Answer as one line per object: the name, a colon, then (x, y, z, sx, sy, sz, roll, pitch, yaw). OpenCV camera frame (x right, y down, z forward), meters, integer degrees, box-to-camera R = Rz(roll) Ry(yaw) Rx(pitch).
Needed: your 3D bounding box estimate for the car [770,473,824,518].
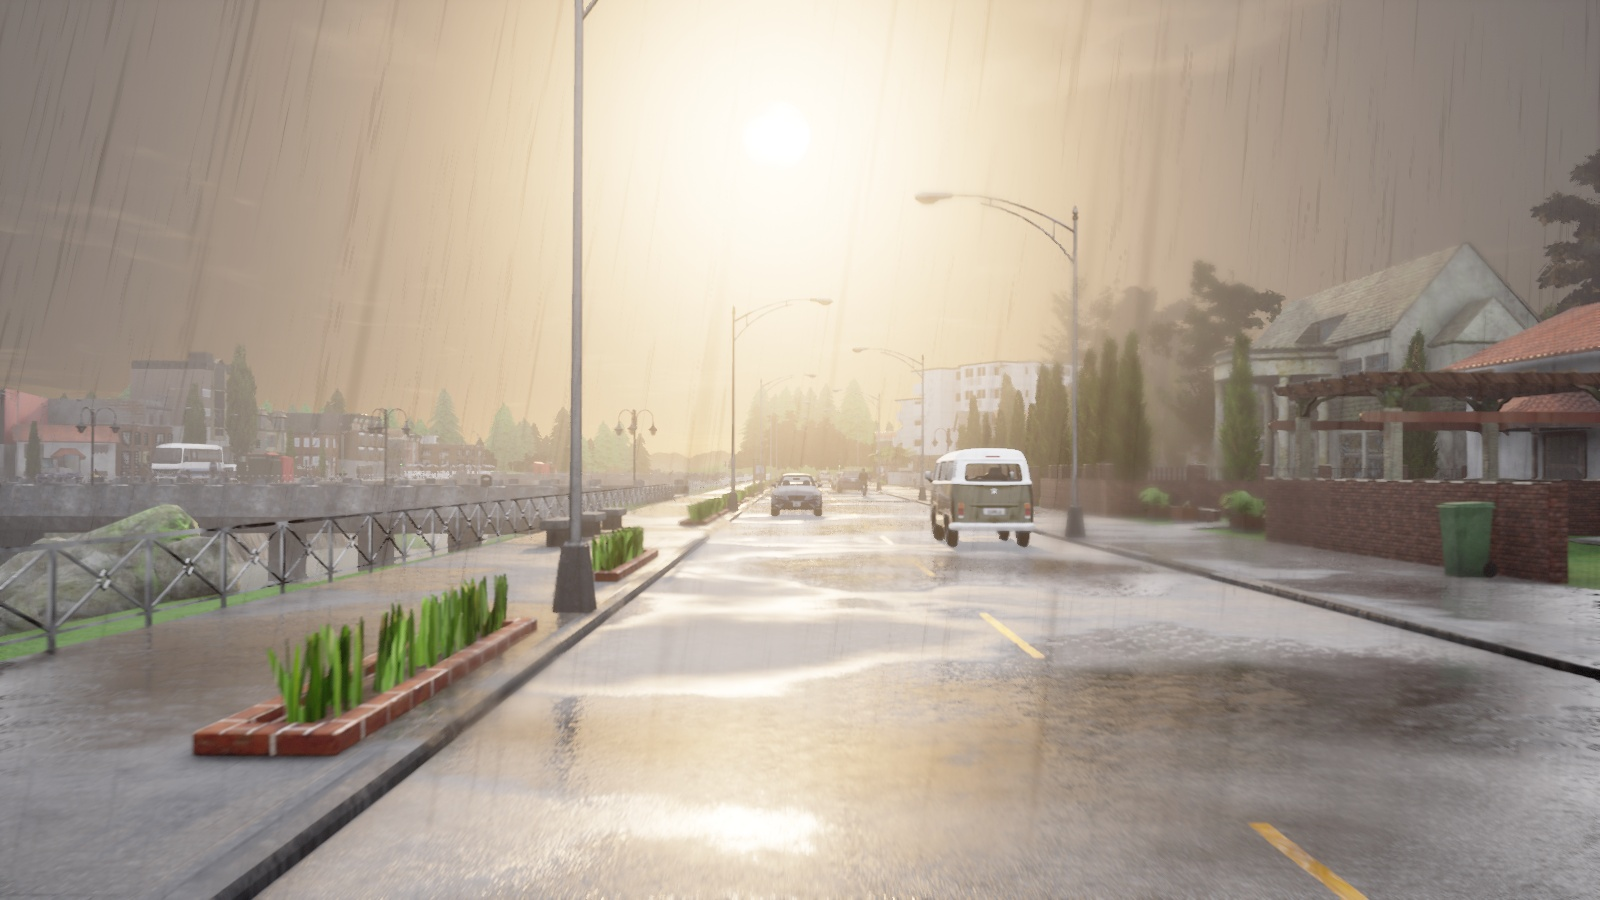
car: (-0.104, 1.571, 44.353, 1.816, 1.474, 4.193, 0, -1, 0)

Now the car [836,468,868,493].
car: (3.784, 2.194, 91.754, 2.097, 1.767, 4.553, 0, -1, 0)

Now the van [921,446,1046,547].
van: (3.934, 0.986, 27.703, 2.069, 2.038, 4.480, 0, -1, 0)
